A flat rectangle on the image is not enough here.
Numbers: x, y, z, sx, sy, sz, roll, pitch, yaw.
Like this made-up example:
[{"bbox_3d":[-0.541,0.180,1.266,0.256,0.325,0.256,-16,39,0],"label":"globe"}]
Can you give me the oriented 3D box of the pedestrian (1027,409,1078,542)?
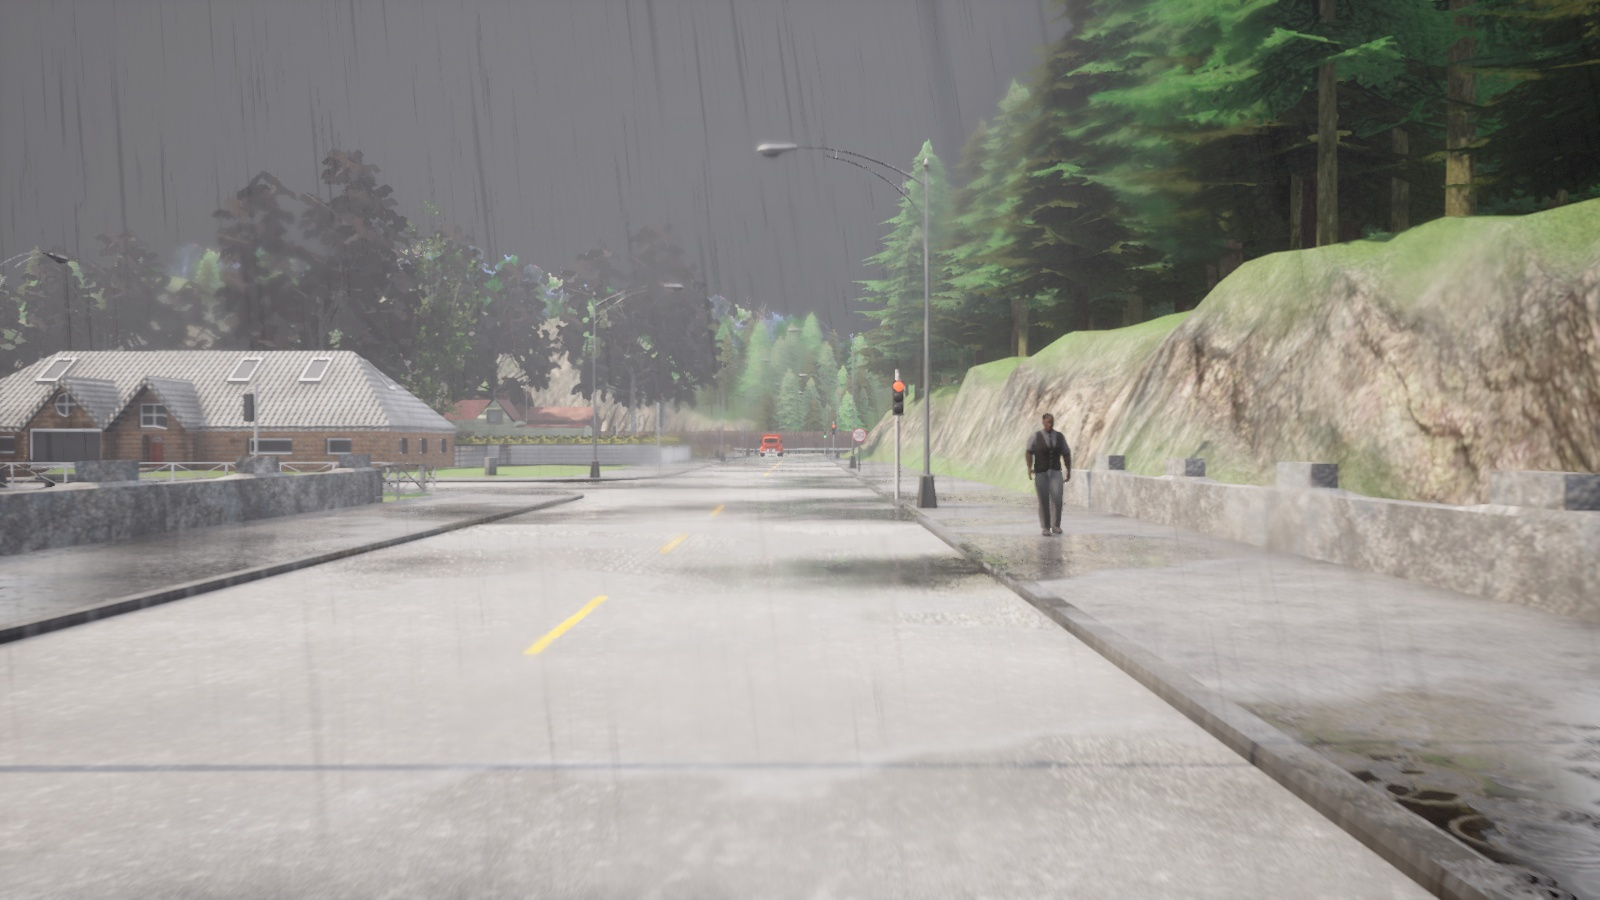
[{"bbox_3d":[3.650,0.357,18.191,0.563,1.883,0.849,0,0,0],"label":"pedestrian"}]
